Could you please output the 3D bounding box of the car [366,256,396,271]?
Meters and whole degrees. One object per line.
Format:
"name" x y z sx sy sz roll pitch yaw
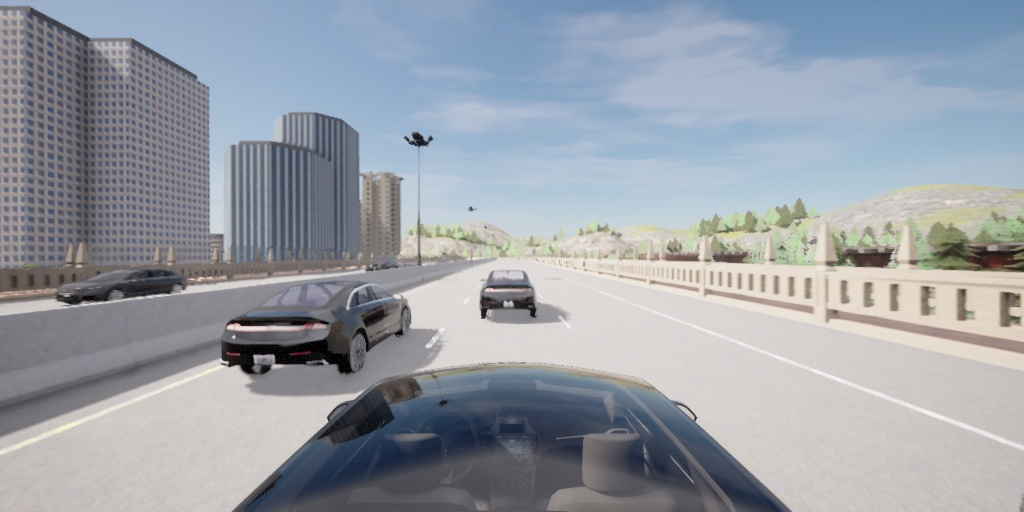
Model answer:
"car" -14.976 1.042 41.749 2.150 2.045 5.566 0 0 -1

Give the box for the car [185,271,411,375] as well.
"car" -3.550 1.258 7.521 2.128 1.511 4.902 0 0 -1

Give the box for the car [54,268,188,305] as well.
"car" -17.914 1.341 16.805 1.837 1.490 4.892 0 0 -1

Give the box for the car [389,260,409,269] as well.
"car" -18.836 1.434 59.857 1.895 1.301 4.718 0 0 -1

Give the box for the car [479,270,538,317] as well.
"car" -0.145 1.241 13.107 2.128 1.511 4.902 0 0 -1

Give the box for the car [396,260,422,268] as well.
"car" -11.466 1.365 41.301 1.994 1.385 4.181 0 0 -1
